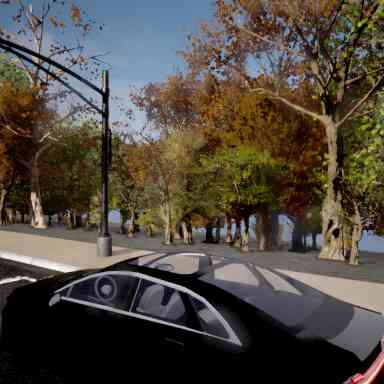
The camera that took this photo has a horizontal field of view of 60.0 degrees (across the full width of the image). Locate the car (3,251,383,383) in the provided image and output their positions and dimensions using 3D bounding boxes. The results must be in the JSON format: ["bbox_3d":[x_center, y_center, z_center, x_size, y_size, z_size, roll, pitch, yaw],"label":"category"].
[{"bbox_3d":[-0.395,1.491,3.974,4.902,1.511,2.128,0,0,36],"label":"car"}]
